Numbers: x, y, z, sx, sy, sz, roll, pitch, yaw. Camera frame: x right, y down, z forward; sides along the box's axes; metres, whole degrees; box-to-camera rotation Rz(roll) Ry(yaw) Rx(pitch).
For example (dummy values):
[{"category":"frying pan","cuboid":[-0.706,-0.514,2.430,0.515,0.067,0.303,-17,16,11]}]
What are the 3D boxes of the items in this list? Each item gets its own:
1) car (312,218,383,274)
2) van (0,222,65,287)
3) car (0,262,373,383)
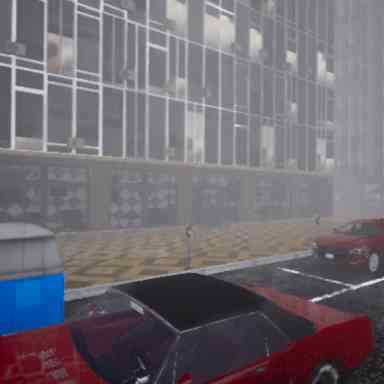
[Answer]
[{"category":"car","cuboid":[5.681,1.544,10.604,4.507,1.381,1.887,0,1,-35]},{"category":"van","cuboid":[-3.652,1.339,4.097,3.998,1.788,1.690,0,1,-35]},{"category":"car","cuboid":[-0.387,1.600,3.099,4.718,1.301,1.895,0,0,-35]}]
